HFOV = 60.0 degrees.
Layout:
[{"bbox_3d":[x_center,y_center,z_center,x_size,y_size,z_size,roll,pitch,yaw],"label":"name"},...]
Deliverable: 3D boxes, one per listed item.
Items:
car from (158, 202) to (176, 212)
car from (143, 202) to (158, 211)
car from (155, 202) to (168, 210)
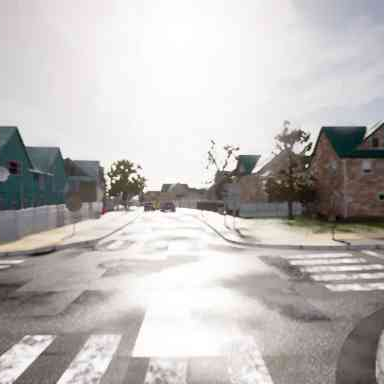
[{"bbox_3d":[-3.909,2.333,53.977,2.097,1.767,4.553,0,-1,-10],"label":"car"},{"bbox_3d":[-7.385,2.574,57.642,1.837,1.490,4.892,0,-1,-10],"label":"car"},{"bbox_3d":[-5.874,2.705,63.902,1.882,1.535,5.008,0,-2,-13],"label":"car"}]
